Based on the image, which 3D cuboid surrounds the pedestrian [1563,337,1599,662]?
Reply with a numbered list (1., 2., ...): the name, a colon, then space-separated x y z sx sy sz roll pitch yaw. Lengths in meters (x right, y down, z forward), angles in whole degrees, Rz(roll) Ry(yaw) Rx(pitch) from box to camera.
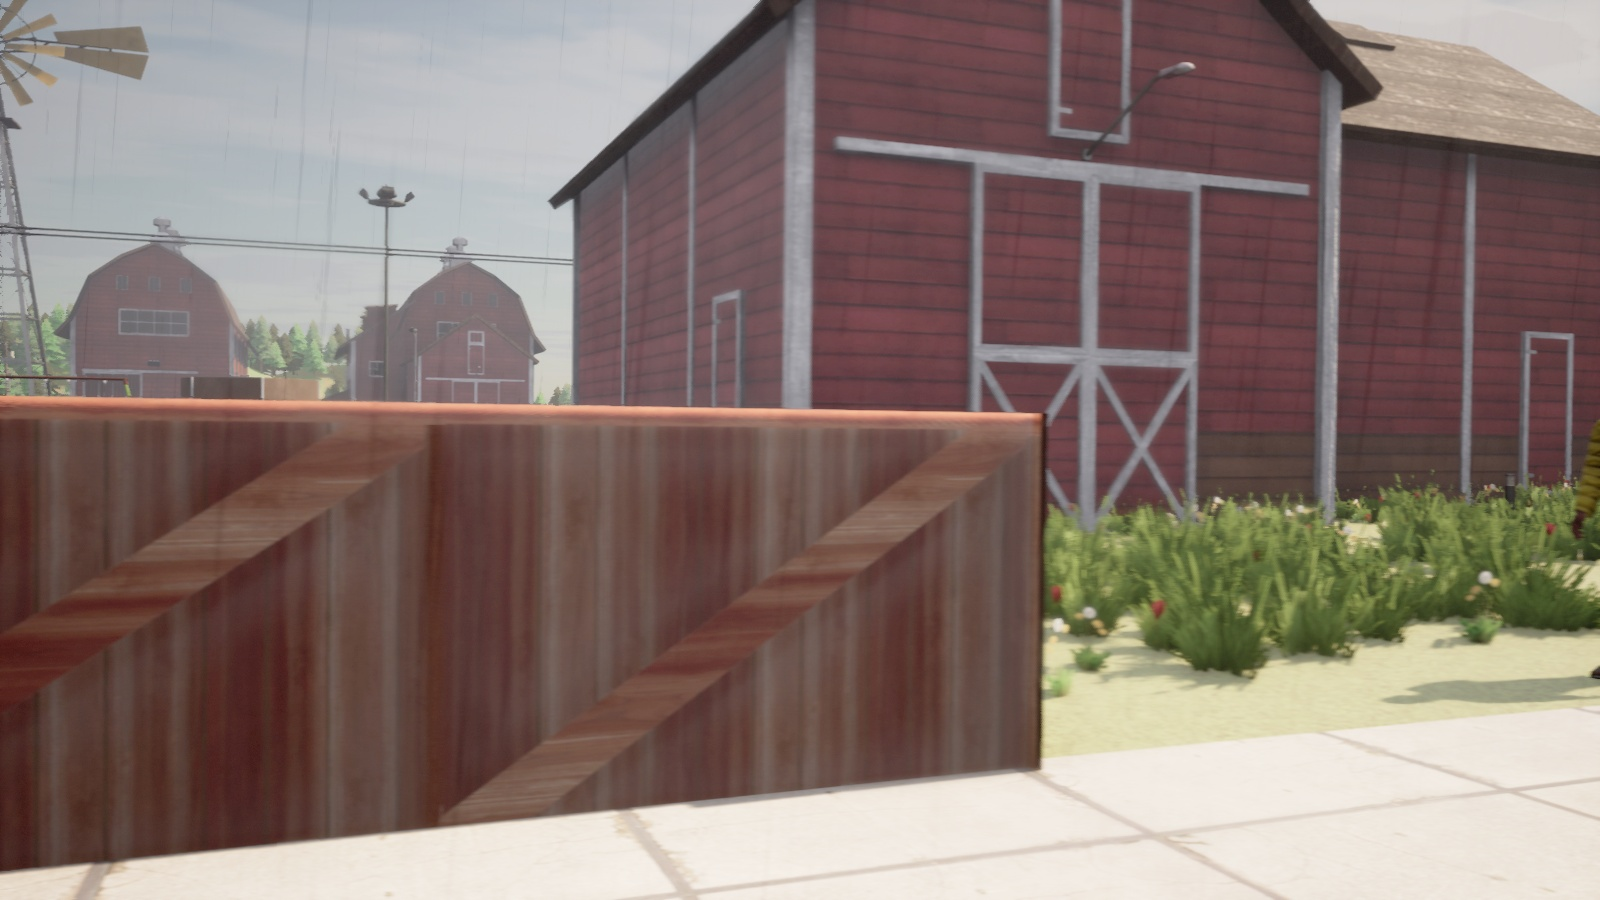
1. pedestrian: 4.839 0.275 7.265 0.726 1.835 0.370 -1 1 -23
